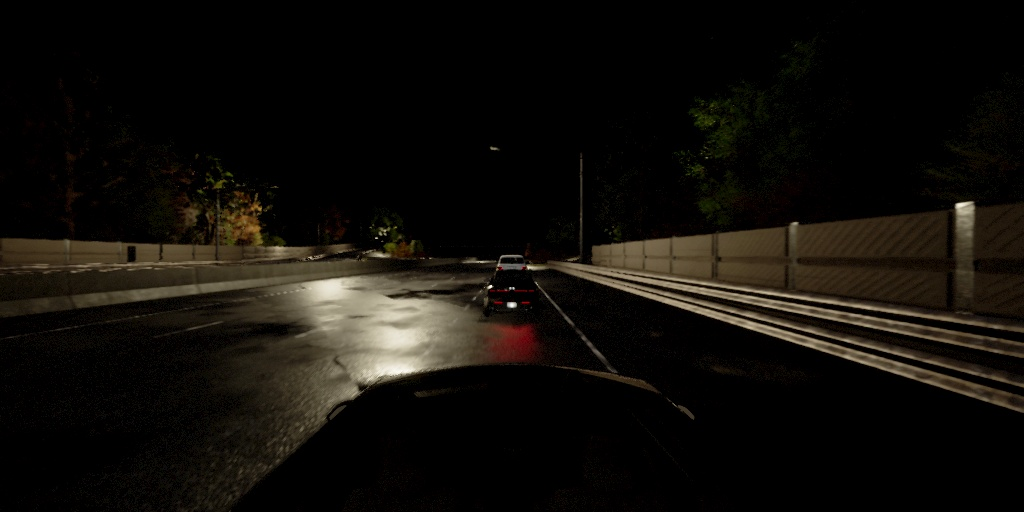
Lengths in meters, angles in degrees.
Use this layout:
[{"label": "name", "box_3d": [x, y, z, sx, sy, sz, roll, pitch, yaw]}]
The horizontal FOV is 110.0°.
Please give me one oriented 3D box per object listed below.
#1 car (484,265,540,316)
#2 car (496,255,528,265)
[{"label": "car", "box_3d": [-0.001, 1.246, 13.373, 1.837, 1.490, 4.892, 0, 0, 0]}, {"label": "car", "box_3d": [0.000, 0.960, 26.065, 2.150, 2.045, 5.566, 0, 0, 0]}]
